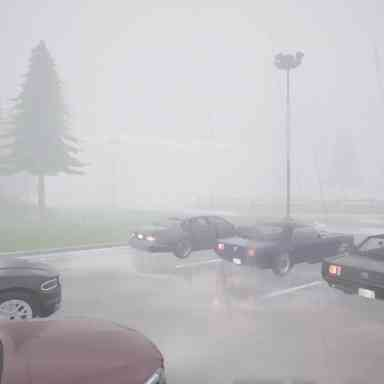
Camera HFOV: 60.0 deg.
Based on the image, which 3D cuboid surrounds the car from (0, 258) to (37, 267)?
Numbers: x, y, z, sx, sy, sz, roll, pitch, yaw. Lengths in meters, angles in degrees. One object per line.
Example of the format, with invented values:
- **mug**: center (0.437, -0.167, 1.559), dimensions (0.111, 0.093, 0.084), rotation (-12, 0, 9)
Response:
- **car**: center (-4.543, 1.478, 4.806), dimensions (5.008, 1.535, 1.882), rotation (0, 0, -36)

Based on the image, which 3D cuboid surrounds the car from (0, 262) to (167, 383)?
- **car**: center (-2.337, 1.526, 2.079), dimensions (4.674, 1.442, 1.812), rotation (0, 0, -36)

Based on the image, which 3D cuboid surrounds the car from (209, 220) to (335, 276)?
- **car**: center (3.050, 1.601, 10.335), dimensions (4.718, 1.301, 1.895), rotation (0, 0, -35)

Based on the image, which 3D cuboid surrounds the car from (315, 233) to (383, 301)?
- **car**: center (5.070, 1.601, 7.477), dimensions (4.718, 1.301, 1.895), rotation (0, 0, -35)

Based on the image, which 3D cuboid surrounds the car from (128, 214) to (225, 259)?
- **car**: center (0.305, 1.547, 12.687), dimensions (5.357, 1.411, 2.033), rotation (0, 0, -35)
